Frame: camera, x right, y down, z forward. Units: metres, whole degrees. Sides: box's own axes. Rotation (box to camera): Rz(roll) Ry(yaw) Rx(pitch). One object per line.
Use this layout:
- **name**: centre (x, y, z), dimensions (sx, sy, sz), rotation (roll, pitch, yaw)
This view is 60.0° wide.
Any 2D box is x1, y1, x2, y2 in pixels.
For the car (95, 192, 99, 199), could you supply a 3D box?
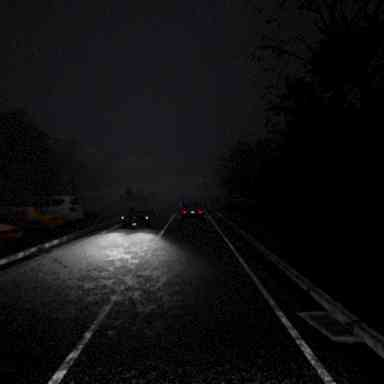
- **car**: centre (-23.461, 0.887, 71.649), dimensions (5.366, 1.575, 1.946), rotation (0, 1, 0)

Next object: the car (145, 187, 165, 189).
- **car**: centre (-10.148, 0.365, 88.360), dimensions (4.553, 1.767, 2.185), rotation (0, 2, 0)

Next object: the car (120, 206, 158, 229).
- **car**: centre (-3.389, 1.595, 21.807), dimensions (1.895, 1.301, 4.718), rotation (0, 0, 0)

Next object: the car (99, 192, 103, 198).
- **car**: centre (-23.234, 0.879, 74.305), dimensions (4.792, 1.488, 2.163), rotation (0, 1, 0)

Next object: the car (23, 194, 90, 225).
- **car**: centre (-10.162, 1.312, 22.348), dimensions (5.566, 2.045, 2.435), rotation (0, 0, 0)

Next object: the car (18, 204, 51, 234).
- **car**: centre (-10.161, 1.533, 16.794), dimensions (4.892, 1.521, 2.231), rotation (0, 0, 0)

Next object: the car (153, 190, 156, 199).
- **car**: centre (-10.216, 0.948, 66.062), dimensions (5.008, 1.535, 2.097), rotation (0, 1, 0)

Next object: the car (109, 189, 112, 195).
- **car**: centre (-23.217, 0.658, 82.801), dimensions (4.892, 1.521, 2.231), rotation (0, 1, 0)

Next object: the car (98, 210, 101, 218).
- **car**: centre (-10.083, 1.623, 27.899), dimensions (4.792, 1.488, 2.163), rotation (0, 0, 0)

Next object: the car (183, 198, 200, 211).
- **car**: centre (-0.029, 1.557, 42.904), dimensions (2.033, 1.411, 5.357), rotation (0, 0, 0)

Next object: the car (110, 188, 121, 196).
- **car**: centre (-22.999, 0.390, 91.031), dimensions (5.366, 1.575, 1.946), rotation (0, 2, 0)

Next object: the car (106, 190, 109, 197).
- **car**: centre (-23.231, 0.732, 79.884), dimensions (5.008, 1.535, 2.097), rotation (0, 1, 0)

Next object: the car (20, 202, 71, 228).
- **car**: centre (-10.329, 1.545, 19.571), dimensions (5.366, 1.575, 1.946), rotation (0, 0, 0)

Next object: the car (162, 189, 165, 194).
- **car**: centre (-10.159, 0.608, 85.579), dimensions (4.792, 1.488, 2.163), rotation (0, 2, 0)

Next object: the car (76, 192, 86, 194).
- **car**: centre (-23.318, 0.997, 63.149), dimensions (4.674, 1.452, 2.002), rotation (0, 0, 0)

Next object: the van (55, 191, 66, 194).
- **van**: centre (-23.214, 0.744, 57.690), dimensions (4.442, 1.987, 1.878), rotation (1, 0, 0)

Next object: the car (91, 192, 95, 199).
- **car**: centre (-23.474, 0.918, 68.854), dimensions (5.366, 1.575, 1.946), rotation (0, 1, 0)

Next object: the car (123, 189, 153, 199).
- **car**: centre (-10.266, 0.835, 63.282), dimensions (4.553, 1.767, 2.185), rotation (0, 0, 0)

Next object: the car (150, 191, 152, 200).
- **car**: centre (-10.277, 0.996, 60.497), dimensions (4.792, 1.488, 2.163), rotation (0, 0, 0)

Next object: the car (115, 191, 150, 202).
- **car**: centre (-10.231, 1.001, 57.713), dimensions (4.792, 1.488, 2.163), rotation (0, 0, 0)

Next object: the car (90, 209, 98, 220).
- **car**: centre (-10.128, 1.578, 25.123), dimensions (5.008, 1.535, 2.097), rotation (0, 0, 0)

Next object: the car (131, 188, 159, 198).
- **car**: centre (-10.237, 0.674, 68.853), dimensions (5.566, 2.045, 2.435), rotation (0, 1, 0)

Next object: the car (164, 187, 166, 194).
- **car**: centre (-10.135, 0.266, 91.138), dimensions (4.553, 1.767, 2.185), rotation (0, 2, 0)

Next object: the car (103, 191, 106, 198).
- **car**: centre (-23.245, 0.795, 77.095), dimensions (5.008, 1.535, 2.097), rotation (0, 1, 0)

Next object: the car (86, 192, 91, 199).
- **car**: centre (-23.330, 0.973, 66.062), dimensions (4.792, 1.488, 2.163), rotation (0, 0, 0)

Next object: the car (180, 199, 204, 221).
- **car**: centre (0.041, 1.544, 27.053), dimensions (2.033, 1.411, 5.357), rotation (0, 0, 0)

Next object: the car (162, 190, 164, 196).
- **car**: centre (-10.114, 0.689, 82.792), dimensions (4.792, 1.488, 2.163), rotation (0, 2, 0)

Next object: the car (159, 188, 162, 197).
- **car**: centre (-10.125, 0.607, 80.001), dimensions (4.553, 1.767, 2.185), rotation (0, 1, 0)

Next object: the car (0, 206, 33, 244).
- **car**: centre (-9.980, 1.514, 14.018), dimensions (5.366, 1.575, 1.946), rotation (0, 0, 0)
